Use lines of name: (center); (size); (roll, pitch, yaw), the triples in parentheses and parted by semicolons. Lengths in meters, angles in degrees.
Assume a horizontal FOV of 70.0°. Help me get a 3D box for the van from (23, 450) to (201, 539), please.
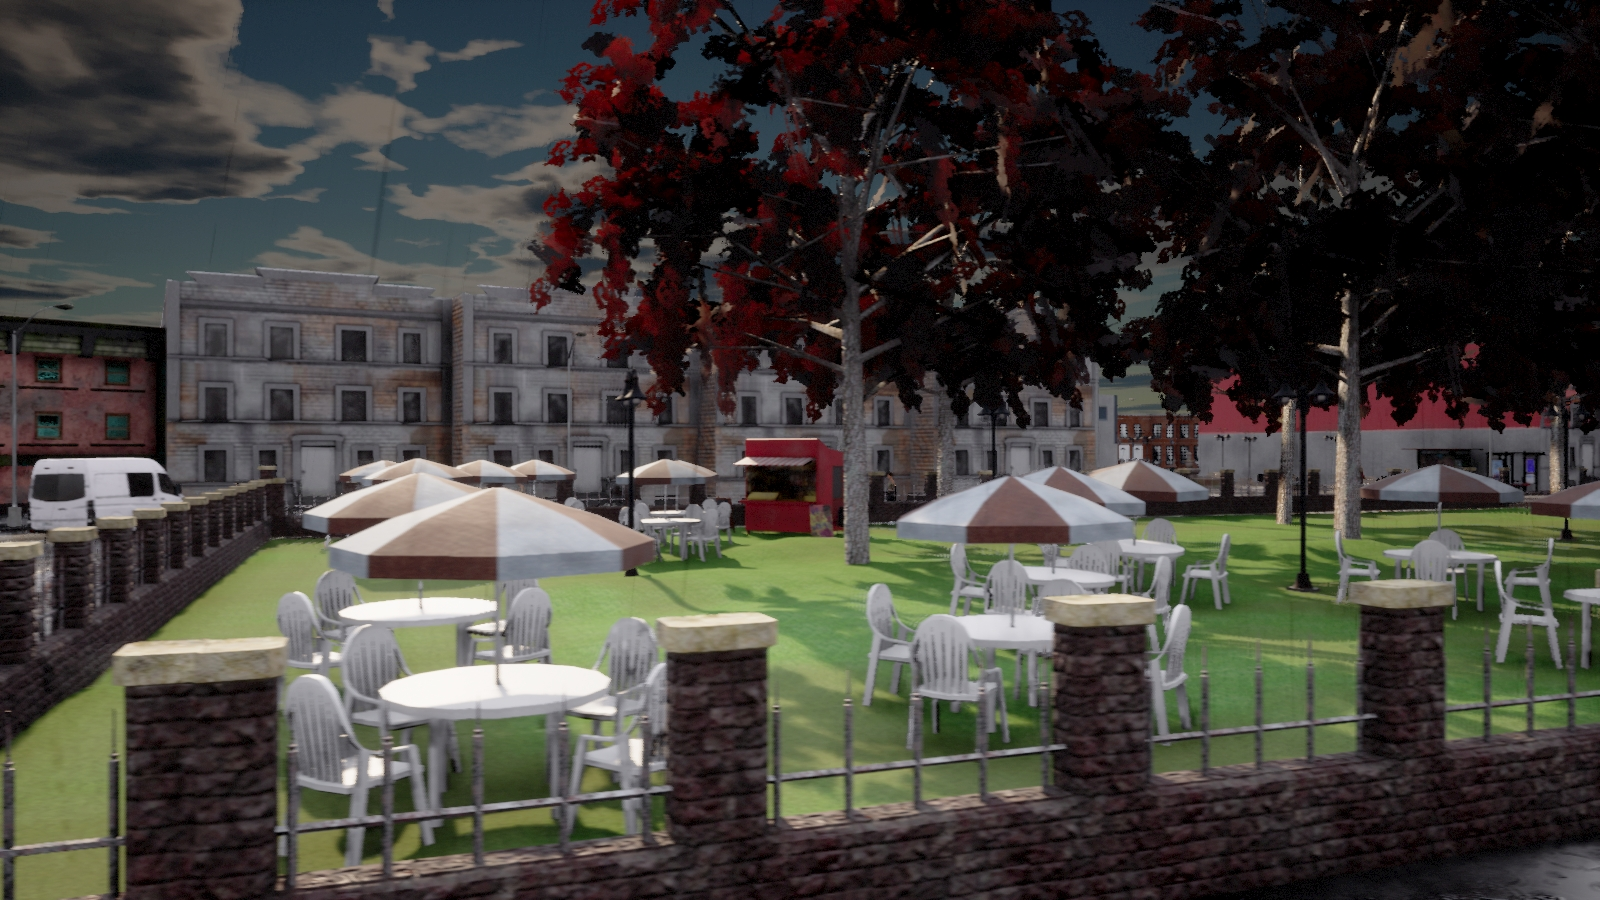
van: (-21.713, 1.316, 36.434); (1.988, 2.561, 5.915); (-1, 0, 1)

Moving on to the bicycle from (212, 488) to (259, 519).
bicycle: (-21.515, 2.038, 43.576); (1.487, 1.080, 0.859); (0, 2, -36)

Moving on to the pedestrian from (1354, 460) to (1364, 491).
pedestrian: (33.735, 1.525, 68.937); (0.375, 1.860, 0.375); (0, 0, -20)

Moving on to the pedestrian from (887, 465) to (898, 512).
pedestrian: (3.670, 1.523, 45.297); (0.375, 1.860, 0.375); (0, 0, -8)
